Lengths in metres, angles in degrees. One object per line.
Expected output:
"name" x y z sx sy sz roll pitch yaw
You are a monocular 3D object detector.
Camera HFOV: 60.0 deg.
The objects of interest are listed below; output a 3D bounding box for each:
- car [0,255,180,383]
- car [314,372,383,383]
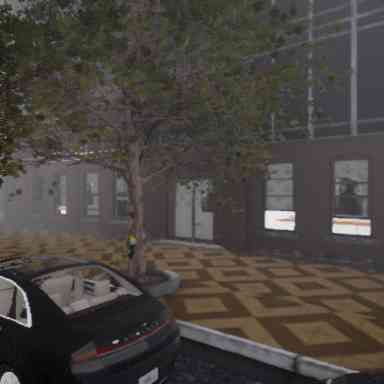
"car" -2.192 1.536 4.438 4.403 1.369 2.008 0 0 35
"car" 2.444 1.556 1.135 4.403 1.369 2.008 0 0 35
